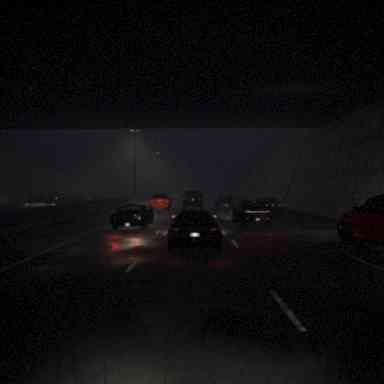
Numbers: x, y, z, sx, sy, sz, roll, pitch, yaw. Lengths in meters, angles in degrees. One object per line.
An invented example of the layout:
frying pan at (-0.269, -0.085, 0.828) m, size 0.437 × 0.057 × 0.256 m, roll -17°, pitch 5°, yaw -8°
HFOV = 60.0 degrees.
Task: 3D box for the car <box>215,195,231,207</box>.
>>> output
car at (3.620, 1.103, 37.032) m, size 2.128 × 1.511 × 4.902 m, roll 0°, pitch 1°, yaw 0°

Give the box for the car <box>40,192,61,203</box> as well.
car at (-21.025, 0.814, 51.565) m, size 2.097 × 1.767 × 4.553 m, roll 0°, pitch 1°, yaw 0°

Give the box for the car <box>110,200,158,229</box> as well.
car at (-3.397, 1.394, 19.715) m, size 1.895 × 1.301 × 4.718 m, roll 0°, pitch 1°, yaw 0°

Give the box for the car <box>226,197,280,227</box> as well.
car at (3.603, 1.275, 20.593) m, size 2.128 × 1.511 × 4.902 m, roll 0°, pitch 1°, yaw 0°

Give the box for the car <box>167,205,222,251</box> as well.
car at (0.099, 1.422, 13.466) m, size 1.994 × 1.385 × 4.181 m, roll 0°, pitch 1°, yaw 0°

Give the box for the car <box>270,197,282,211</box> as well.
car at (7.115, 1.214, 31.751) m, size 2.033 × 1.411 × 5.357 m, roll 0°, pitch 1°, yaw 0°

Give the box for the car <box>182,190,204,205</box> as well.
car at (0.119, 0.843, 36.070) m, size 2.150 × 2.045 × 5.566 m, roll 0°, pitch 1°, yaw 0°

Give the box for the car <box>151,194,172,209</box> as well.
car at (-3.380, 0.967, 36.779) m, size 2.097 × 1.767 × 4.553 m, roll 0°, pitch 1°, yaw 0°

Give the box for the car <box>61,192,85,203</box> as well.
car at (-17.537, 0.963, 50.598) m, size 2.128 × 1.511 × 4.902 m, roll 0°, pitch 1°, yaw 0°

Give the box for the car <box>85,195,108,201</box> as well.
car at (-14.041, 1.078, 49.982) m, size 1.895 × 1.301 × 4.718 m, roll 0°, pitch 1°, yaw 0°

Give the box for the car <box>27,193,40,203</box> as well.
car at (-24.511, 0.921, 53.328) m, size 1.882 × 1.535 × 5.008 m, roll 0°, pitch 1°, yaw 1°

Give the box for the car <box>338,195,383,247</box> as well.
car at (7.099, 1.100, 11.413) m, size 2.150 × 2.045 × 5.566 m, roll 0°, pitch 1°, yaw 0°
